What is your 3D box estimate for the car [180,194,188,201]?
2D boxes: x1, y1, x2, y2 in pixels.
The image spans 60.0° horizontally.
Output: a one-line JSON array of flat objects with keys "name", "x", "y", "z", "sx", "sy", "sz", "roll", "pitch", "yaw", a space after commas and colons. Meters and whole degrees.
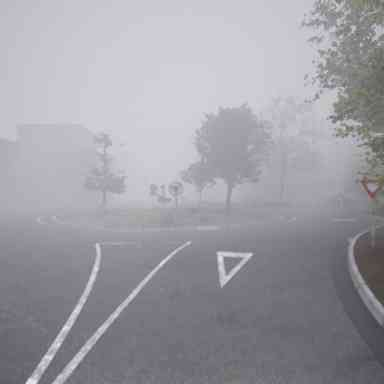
[{"name": "car", "x": -1.866, "y": 1.271, "z": 79.630, "sx": 1.882, "sy": 1.535, "sz": 5.008, "roll": 0, "pitch": 0, "yaw": 0}]

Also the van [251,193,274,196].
[{"name": "van", "x": 16.881, "y": 1.330, "z": 77.770, "sx": 4.442, "sy": 1.987, "sz": 1.878, "roll": 0, "pitch": 1, "yaw": 0}]

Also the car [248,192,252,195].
[{"name": "car", "x": 16.836, "y": 1.444, "z": 83.324, "sx": 5.366, "sy": 1.575, "sz": 1.946, "roll": 0, "pitch": 1, "yaw": 0}]

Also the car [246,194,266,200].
[{"name": "car", "x": 17.041, "y": 1.341, "z": 88.871, "sx": 4.892, "sy": 1.521, "sz": 2.231, "roll": 0, "pitch": 1, "yaw": 0}]

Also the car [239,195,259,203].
[{"name": "car", "x": 11.982, "y": 1.727, "z": 69.975, "sx": 1.895, "sy": 1.301, "sz": 4.718, "roll": 0, "pitch": -1, "yaw": -9}]

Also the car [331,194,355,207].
[{"name": "car", "x": 20.765, "y": 1.079, "z": 45.856, "sx": 2.097, "sy": 1.767, "sz": 4.553, "roll": 0, "pitch": 0, "yaw": 8}]

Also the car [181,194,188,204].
[{"name": "car", "x": -1.805, "y": 1.454, "z": 61.688, "sx": 1.895, "sy": 1.301, "sz": 4.718, "roll": 0, "pitch": 0, "yaw": -1}]

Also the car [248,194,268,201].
[{"name": "car", "x": 17.064, "y": 1.423, "z": 86.098, "sx": 4.792, "sy": 1.488, "sz": 2.163, "roll": 0, "pitch": 1, "yaw": 0}]

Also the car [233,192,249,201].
[{"name": "car", "x": 11.928, "y": 1.513, "z": 81.227, "sx": 2.128, "sy": 1.511, "sz": 4.902, "roll": 0, "pitch": 1, "yaw": 0}]
